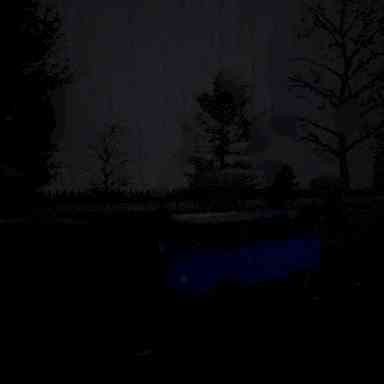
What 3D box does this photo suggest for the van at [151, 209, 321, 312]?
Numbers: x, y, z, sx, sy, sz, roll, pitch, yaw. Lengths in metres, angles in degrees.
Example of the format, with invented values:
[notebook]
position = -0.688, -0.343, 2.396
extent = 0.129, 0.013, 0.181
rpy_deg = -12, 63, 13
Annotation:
[van]
position = 1.105, 1.314, 7.346
extent = 3.998, 1.788, 1.690
rpy_deg = 0, 0, -35

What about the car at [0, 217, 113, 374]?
[car]
position = -3.480, 1.318, 4.078
extent = 5.009, 1.841, 2.192
rpy_deg = 0, 0, -35
